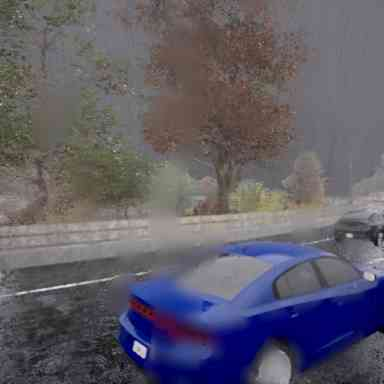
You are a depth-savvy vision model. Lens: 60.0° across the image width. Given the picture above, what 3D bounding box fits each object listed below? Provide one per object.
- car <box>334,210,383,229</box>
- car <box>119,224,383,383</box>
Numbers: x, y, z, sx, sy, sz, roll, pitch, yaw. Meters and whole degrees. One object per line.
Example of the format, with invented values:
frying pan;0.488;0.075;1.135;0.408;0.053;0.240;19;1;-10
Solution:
car;8.433;1.617;15.866;4.892;1.490;1.837;0;0;-44
car;1.407;1.513;5.031;5.008;1.535;1.882;0;0;-38
